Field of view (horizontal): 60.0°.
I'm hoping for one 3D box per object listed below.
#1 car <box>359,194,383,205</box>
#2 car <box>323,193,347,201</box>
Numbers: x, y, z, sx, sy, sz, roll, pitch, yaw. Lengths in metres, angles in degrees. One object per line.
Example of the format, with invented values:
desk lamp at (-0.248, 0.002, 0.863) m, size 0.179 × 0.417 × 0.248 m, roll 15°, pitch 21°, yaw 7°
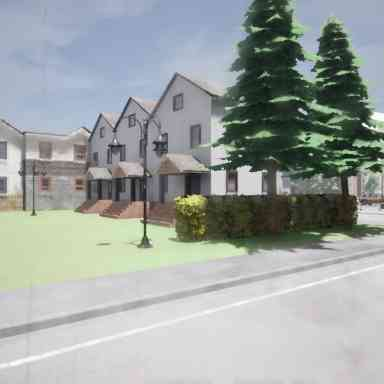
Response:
car at (27.271, 1.097, 49.273) m, size 1.932 × 1.855 × 4.605 m, roll 0°, pitch 0°, yaw -36°
car at (32.140, 1.097, 74.727) m, size 1.932 × 1.855 × 4.605 m, roll 0°, pitch 0°, yaw -36°
